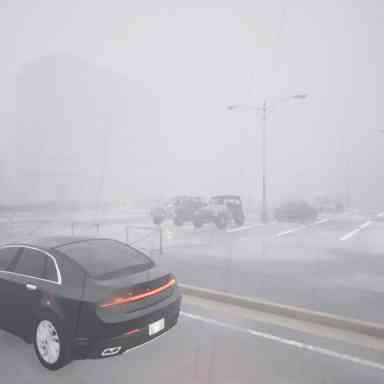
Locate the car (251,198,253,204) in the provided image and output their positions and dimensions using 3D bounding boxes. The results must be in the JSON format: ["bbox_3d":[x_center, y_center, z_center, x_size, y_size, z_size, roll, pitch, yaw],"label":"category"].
[{"bbox_3d":[9.870,1.505,62.456,1.837,1.490,4.892,0,0,34],"label":"car"}]

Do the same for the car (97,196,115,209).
[{"bbox_3d":[-12.470,1.526,42.149,1.812,1.442,4.674,0,0,34],"label":"car"}]

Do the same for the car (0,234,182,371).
[{"bbox_3d":[-2.429,1.505,5.733,4.892,1.490,1.837,0,0,36],"label":"car"}]

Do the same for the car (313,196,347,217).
[{"bbox_3d":[13.779,1.395,33.146,1.970,1.475,3.806,0,0,34],"label":"car"}]

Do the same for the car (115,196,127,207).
[{"bbox_3d":[-11.807,1.352,49.410,2.097,1.767,4.553,0,0,34],"label":"car"}]

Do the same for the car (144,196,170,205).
[{"bbox_3d":[-6.028,1.526,57.920,1.812,1.442,4.674,0,0,35],"label":"car"}]

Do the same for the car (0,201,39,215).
[{"bbox_3d":[-17.472,1.601,34.738,1.895,1.301,4.718,0,0,34],"label":"car"}]

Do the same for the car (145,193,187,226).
[{"bbox_3d":[-0.632,1.153,21.882,1.932,1.855,4.605,0,0,34],"label":"car"}]

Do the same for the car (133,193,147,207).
[{"bbox_3d":[-6.584,1.221,50.860,2.150,2.045,5.566,0,0,34],"label":"car"}]

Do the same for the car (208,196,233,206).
[{"bbox_3d":[4.750,1.491,54.847,2.128,1.511,4.902,0,0,34],"label":"car"}]

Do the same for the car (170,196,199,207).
[{"bbox_3d":[-1.179,1.491,52.308,2.128,1.511,4.902,0,0,34],"label":"car"}]

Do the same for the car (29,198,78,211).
[{"bbox_3d":[-17.144,1.547,41.492,2.033,1.411,5.357,0,0,34],"label":"car"}]

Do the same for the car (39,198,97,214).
[{"bbox_3d":[-12.884,1.491,34.918,2.128,1.511,4.902,0,0,34],"label":"car"}]

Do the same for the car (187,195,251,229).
[{"bbox_3d":[1.732,1.156,20.212,1.905,1.878,3.866,0,0,34],"label":"car"}]
